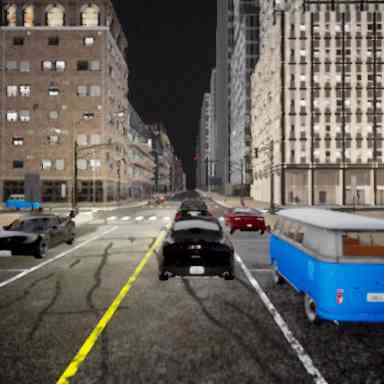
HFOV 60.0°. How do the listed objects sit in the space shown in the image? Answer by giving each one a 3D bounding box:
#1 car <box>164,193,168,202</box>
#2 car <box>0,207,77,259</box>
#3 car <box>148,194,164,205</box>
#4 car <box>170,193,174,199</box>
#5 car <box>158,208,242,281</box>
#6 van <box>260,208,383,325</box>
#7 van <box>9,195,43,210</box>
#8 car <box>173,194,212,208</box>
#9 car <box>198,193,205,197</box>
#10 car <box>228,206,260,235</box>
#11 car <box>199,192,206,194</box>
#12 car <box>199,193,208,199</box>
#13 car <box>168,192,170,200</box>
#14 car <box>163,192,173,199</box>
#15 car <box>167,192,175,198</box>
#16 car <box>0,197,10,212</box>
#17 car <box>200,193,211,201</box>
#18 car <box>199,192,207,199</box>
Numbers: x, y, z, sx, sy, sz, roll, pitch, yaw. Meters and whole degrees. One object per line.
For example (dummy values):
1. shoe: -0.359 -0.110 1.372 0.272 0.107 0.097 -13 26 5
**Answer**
1. car: -5.671 1.024 55.974 1.967 1.590 4.097 1 0 0
2. car: -5.680 1.478 12.309 1.947 1.339 4.313 1 0 0
3. car: -5.675 1.212 50.323 1.802 1.307 4.206 1 0 0
4. car: -5.671 0.995 72.928 2.008 1.369 4.403 1 0 0
5. car: 0.104 1.435 9.593 1.837 1.490 4.892 0 0 0
6. van: 2.703 1.293 6.723 1.690 1.788 3.998 1 0 0
7. van: -19.731 1.244 39.195 3.998 1.788 1.690 0 0 1
8. car: 0.073 1.210 19.697 2.097 1.767 4.553 0 0 -1
9. car: 2.712 0.839 95.532 1.802 1.307 4.206 1 0 0
10. car: 2.702 1.417 17.878 1.887 1.381 4.507 1 0 0
11. car: 2.708 1.088 61.623 2.008 1.369 4.403 1 0 0
12. car: 2.710 0.949 78.577 2.008 1.369 4.403 1 0 0
13. car: -5.672 1.119 61.626 1.802 1.307 4.206 1 0 0
14. car: -5.668 0.838 78.578 1.967 1.590 4.097 1 0 0
15. car: -5.668 0.831 89.713 1.752 1.417 4.829 1 0 0
16. car: -19.840 1.398 30.814 4.403 1.369 2.008 0 0 1
17. car: 2.709 1.036 67.275 1.887 1.381 4.507 1 0 0
18. car: 2.713 0.792 84.228 1.967 1.590 4.097 1 0 0
